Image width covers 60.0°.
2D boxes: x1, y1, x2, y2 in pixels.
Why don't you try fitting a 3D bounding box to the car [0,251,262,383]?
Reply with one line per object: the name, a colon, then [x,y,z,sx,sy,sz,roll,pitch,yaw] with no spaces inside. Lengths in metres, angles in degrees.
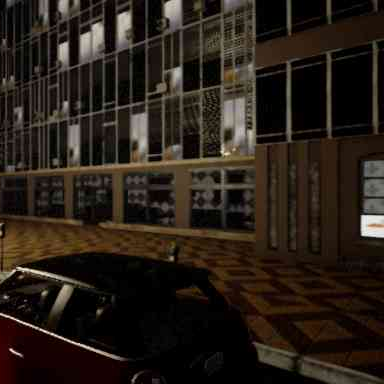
car: [-1.393,1.438,3.869,4.097,1.590,1.967,0,0,35]
